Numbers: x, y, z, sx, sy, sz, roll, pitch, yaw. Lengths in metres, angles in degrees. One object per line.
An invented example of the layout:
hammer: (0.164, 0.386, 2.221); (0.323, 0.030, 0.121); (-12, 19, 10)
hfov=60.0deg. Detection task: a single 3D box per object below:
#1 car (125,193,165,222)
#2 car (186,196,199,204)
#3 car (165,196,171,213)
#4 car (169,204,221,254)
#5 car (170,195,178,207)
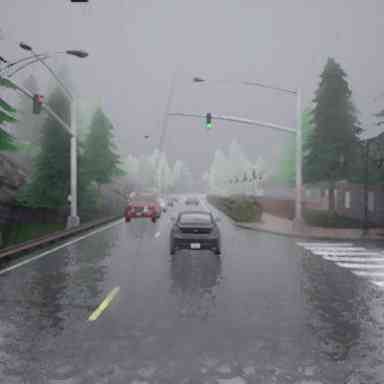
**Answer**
car: (-3.595, 1.120, 25.260); (2.150, 2.045, 5.566); (0, 0, 0)
car: (0.008, 1.355, 51.907); (1.994, 1.385, 4.181); (0, 0, 0)
car: (-3.584, 1.383, 35.352); (1.812, 1.442, 4.674); (0, 0, 0)
car: (0.128, 1.498, 13.590); (1.837, 1.490, 4.892); (1, 1, 0)
car: (-3.557, 1.304, 46.515); (2.128, 1.511, 4.902); (0, 0, 0)
